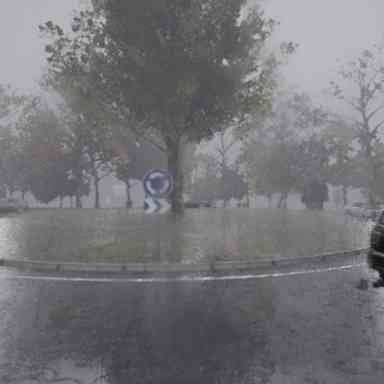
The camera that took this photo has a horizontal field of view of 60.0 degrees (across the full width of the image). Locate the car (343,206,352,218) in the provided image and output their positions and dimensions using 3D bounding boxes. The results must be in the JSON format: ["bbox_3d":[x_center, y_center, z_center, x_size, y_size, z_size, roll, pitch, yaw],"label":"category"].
[{"bbox_3d":[14.007,1.461,25.884,1.895,1.301,4.718,0,0,-12],"label":"car"}]

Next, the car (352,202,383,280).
[{"bbox_3d":[6.682,1.180,7.965,5.566,2.045,2.150,0,1,-28],"label":"car"}]

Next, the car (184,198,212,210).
[{"bbox_3d":[-0.081,1.372,37.973,4.718,1.301,1.895,0,0,7],"label":"car"}]

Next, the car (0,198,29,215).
[{"bbox_3d":[-16.334,1.303,28.224,2.128,1.511,4.902,0,0,26],"label":"car"}]
